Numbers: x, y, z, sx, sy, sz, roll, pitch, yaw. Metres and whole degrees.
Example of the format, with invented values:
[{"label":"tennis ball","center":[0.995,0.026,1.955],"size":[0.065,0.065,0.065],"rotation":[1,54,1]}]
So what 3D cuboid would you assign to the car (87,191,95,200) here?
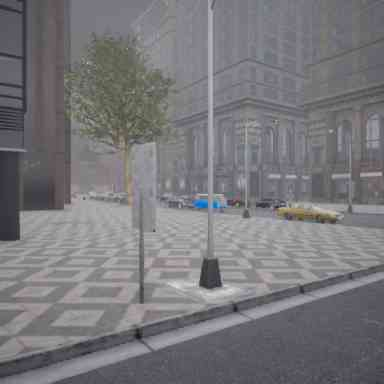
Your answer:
[{"label":"car","center":[-17.522,0.829,60.758],"size":[2.008,1.369,4.403],"rotation":[1,0,-35]}]

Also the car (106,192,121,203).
[{"label":"car","center":[-11.079,0.991,51.554],"size":[2.008,1.369,4.403],"rotation":[1,0,-35]}]

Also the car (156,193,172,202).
[{"label":"car","center":[-4.097,0.880,56.448],"size":[1.967,1.590,4.097],"rotation":[1,0,-35]}]

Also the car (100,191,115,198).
[{"label":"car","center":[-20.204,0.586,79.455],"size":[1.887,1.381,4.507],"rotation":[1,0,-35]}]

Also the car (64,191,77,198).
[{"label":"car","center":[-27.184,0.482,74.563],"size":[1.967,1.590,4.097],"rotation":[1,0,-35]}]

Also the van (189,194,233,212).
[{"label":"van","center":[1.809,1.090,33.142],"size":[1.690,1.788,3.998],"rotation":[1,0,-35]}]

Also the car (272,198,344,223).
[{"label":"car","center":[8.348,1.398,23.794],"size":[1.752,1.417,4.829],"rotation":[1,0,-35]}]

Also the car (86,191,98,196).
[{"label":"car","center":[-26.647,0.470,88.658],"size":[1.802,1.307,4.206],"rotation":[1,0,-35]}]

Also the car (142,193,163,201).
[{"label":"car","center":[-7.321,0.909,61.050],"size":[2.008,1.369,4.403],"rotation":[1,0,-35]}]

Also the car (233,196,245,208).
[{"label":"car","center":[5.566,1.223,42.640],"size":[1.887,1.381,4.507],"rotation":[1,0,-35]}]

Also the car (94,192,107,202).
[{"label":"car","center":[-14.301,0.910,56.156],"size":[2.008,1.369,4.403],"rotation":[1,0,-35]}]

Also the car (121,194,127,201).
[{"label":"car","center":[-7.761,1.050,46.813],"size":[1.752,1.417,4.829],"rotation":[1,0,-35]}]

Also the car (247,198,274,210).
[{"label":"car","center":[8.786,1.314,38.038],"size":[1.947,1.339,4.313],"rotation":[1,0,-35]}]

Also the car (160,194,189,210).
[{"label":"car","center":[-1.415,1.230,37.744],"size":[2.008,1.369,4.403],"rotation":[1,0,-35]}]
